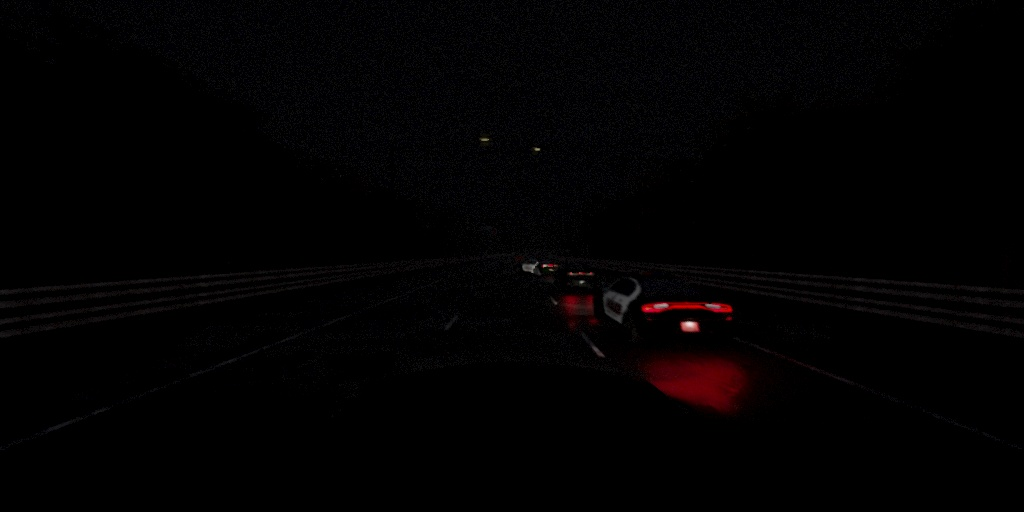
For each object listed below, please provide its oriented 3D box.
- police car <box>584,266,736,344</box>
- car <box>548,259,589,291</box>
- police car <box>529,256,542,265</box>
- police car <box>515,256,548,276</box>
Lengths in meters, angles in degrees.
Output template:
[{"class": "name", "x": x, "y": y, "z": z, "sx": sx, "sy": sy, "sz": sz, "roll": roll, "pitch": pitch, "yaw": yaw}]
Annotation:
[{"class": "police car", "x": 3.502, "y": 1.193, "z": 9.464, "sx": 2.038, "sy": 1.542, "sz": 4.974, "roll": 0, "pitch": 0, "yaw": 0}, {"class": "car", "x": 3.503, "y": 1.090, "z": 20.469, "sx": 2.128, "sy": 1.511, "sz": 4.902, "roll": 0, "pitch": 0, "yaw": 0}, {"class": "police car", "x": 4.181, "y": 0.758, "z": 64.188, "sx": 2.038, "sy": 1.542, "sz": 4.974, "roll": 0, "pitch": 0, "yaw": 2}, {"class": "police car", "x": 2.117, "y": 1.002, "z": 33.332, "sx": 2.038, "sy": 1.542, "sz": 4.974, "roll": 0, "pitch": 1, "yaw": -32}]
